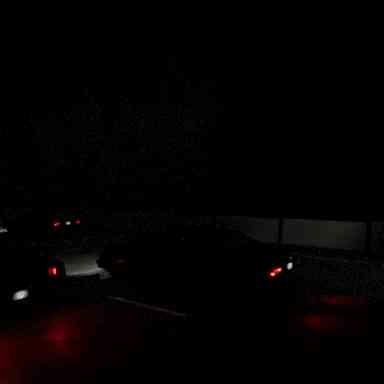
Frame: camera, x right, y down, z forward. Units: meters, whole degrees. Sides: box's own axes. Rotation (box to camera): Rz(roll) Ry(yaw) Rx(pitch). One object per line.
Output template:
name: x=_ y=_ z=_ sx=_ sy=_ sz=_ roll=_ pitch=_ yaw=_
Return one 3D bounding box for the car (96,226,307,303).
car: x=-0.027 y=1.592 z=8.311 sx=5.357 sy=1.411 sz=2.033 roll=-1 pitch=0 yaw=36

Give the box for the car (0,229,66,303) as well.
car: x=-5.054 y=1.673 z=7.600 sx=4.718 sy=1.301 sz=1.895 roll=0 pitch=0 yaw=36

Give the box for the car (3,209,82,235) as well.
car: x=-8.423 y=1.661 z=18.605 sx=5.357 sy=1.411 sz=2.033 roll=0 pitch=0 yaw=36
